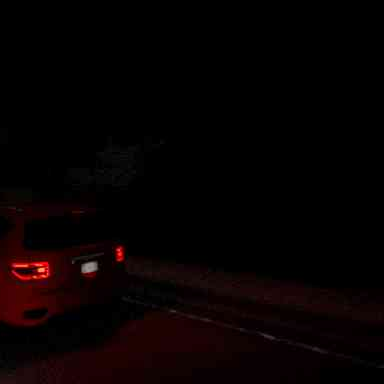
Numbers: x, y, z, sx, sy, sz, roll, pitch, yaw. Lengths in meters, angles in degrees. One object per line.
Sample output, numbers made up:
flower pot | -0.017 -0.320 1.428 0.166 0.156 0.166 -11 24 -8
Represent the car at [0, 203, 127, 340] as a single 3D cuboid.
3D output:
car | -3.740 1.230 6.640 5.566 2.045 2.150 0 0 36
